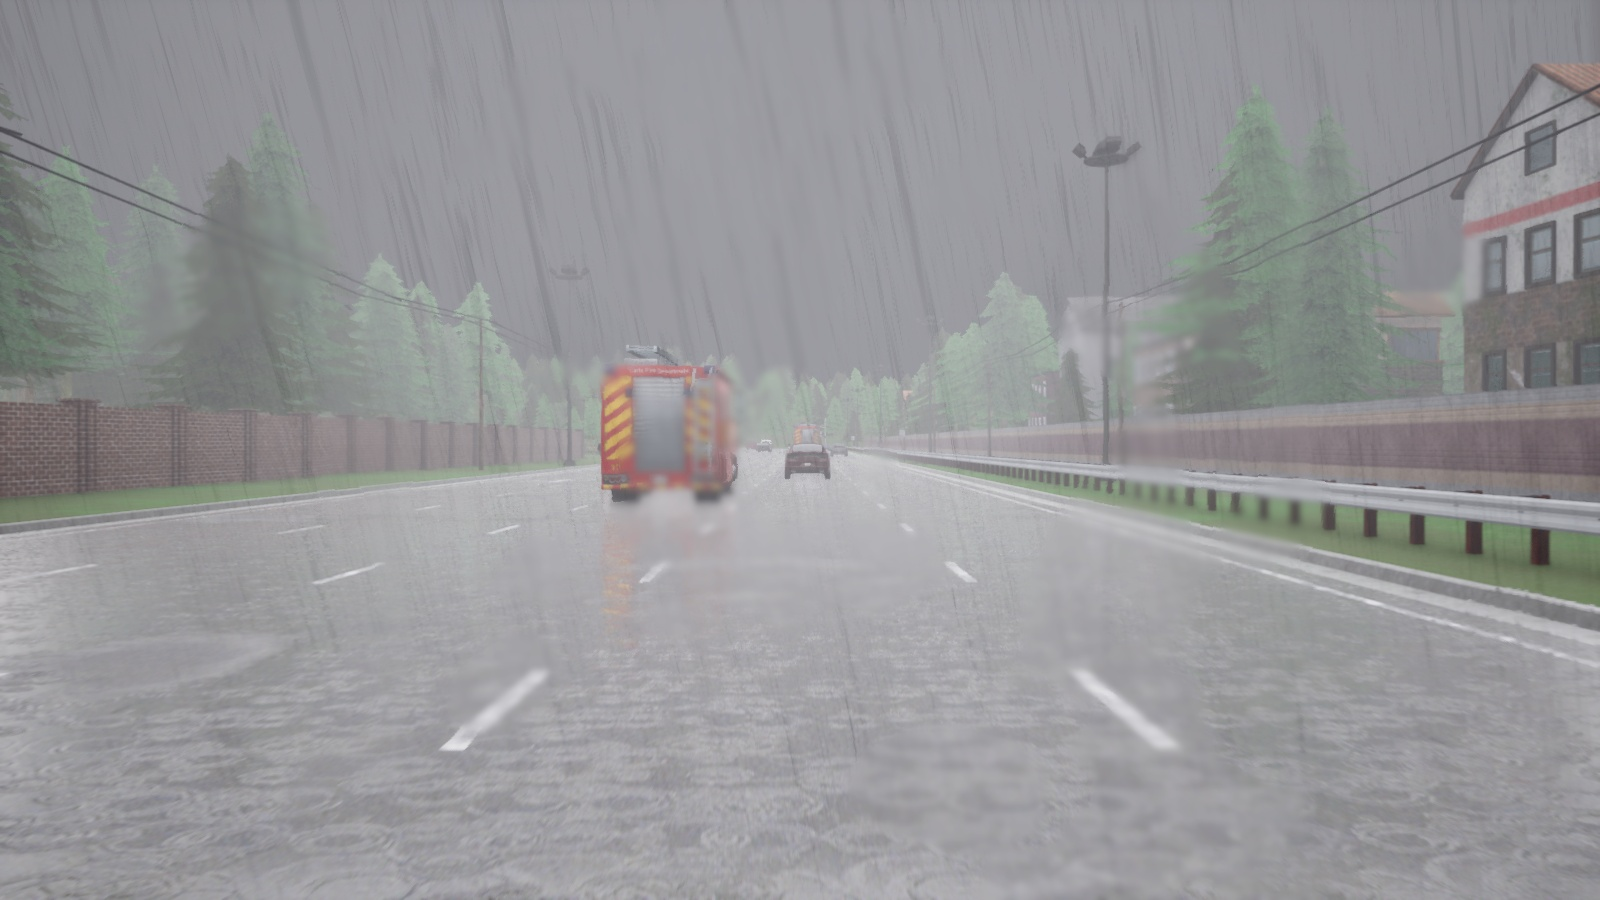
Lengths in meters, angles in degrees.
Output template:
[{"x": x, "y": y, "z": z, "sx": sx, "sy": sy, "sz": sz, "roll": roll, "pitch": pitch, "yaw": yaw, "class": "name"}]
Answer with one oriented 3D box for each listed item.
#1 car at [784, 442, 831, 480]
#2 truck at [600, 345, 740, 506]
[{"x": 0.322, "y": 0.422, "z": 53.704, "sx": 1.882, "sy": 1.535, "sz": 5.008, "roll": 0, "pitch": 0, "yaw": 0, "class": "car"}, {"x": -3.289, "y": -0.613, "z": 34.088, "sx": 2.891, "sy": 3.827, "sz": 8.468, "roll": 0, "pitch": 0, "yaw": 0, "class": "truck"}]
